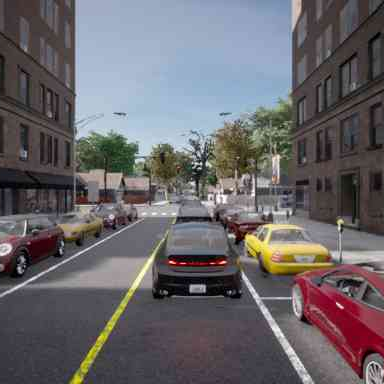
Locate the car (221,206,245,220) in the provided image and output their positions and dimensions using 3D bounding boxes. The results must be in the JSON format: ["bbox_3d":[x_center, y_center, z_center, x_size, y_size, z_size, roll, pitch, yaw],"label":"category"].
[{"bbox_3d":[2.646,1.550,15.458,1.887,1.381,4.507,0,0,0],"label":"car"}]

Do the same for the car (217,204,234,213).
[{"bbox_3d":[2.651,1.591,20.976,1.802,1.307,4.206,0,0,0],"label":"car"}]

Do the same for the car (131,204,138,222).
[{"bbox_3d":[-5.370,1.594,26.499,1.802,1.307,4.206,0,0,0],"label":"car"}]

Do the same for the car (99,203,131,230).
[{"bbox_3d":[-5.375,1.449,20.980,1.967,1.590,4.097,0,0,0],"label":"car"}]

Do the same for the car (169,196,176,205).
[{"bbox_3d":[-3.065,1.578,61.046,1.812,1.442,4.674,0,0,2],"label":"car"}]

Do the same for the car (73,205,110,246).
[{"bbox_3d":[-5.379,1.531,15.291,1.752,1.417,4.829,0,0,0],"label":"car"}]

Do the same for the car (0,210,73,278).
[{"bbox_3d":[-5.383,1.443,9.943,1.967,1.590,4.097,0,0,0],"label":"car"}]

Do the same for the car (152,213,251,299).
[{"bbox_3d":[0.107,1.507,8.458,1.837,1.490,4.892,0,0,0],"label":"car"}]

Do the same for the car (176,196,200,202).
[{"bbox_3d":[0.019,1.364,26.997,2.097,1.767,4.553,0,0,0],"label":"car"}]

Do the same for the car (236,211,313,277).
[{"bbox_3d":[2.642,1.528,10.110,1.752,1.417,4.829,0,0,0],"label":"car"}]

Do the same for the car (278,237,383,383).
[{"bbox_3d":[2.638,1.582,4.421,1.802,1.307,4.206,0,0,0],"label":"car"}]

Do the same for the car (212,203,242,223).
[{"bbox_3d":[2.655,1.578,26.494,1.947,1.339,4.313,0,0,0],"label":"car"}]

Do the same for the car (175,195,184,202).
[{"bbox_3d":[-3.004,1.613,81.278,2.128,1.511,4.902,0,0,0],"label":"car"}]

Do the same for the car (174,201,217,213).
[{"bbox_3d":[0.112,1.485,17.942,1.882,1.535,5.008,0,0,0],"label":"car"}]

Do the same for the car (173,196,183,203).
[{"bbox_3d":[-2.986,1.570,71.118,1.837,1.490,4.892,0,0,0],"label":"car"}]

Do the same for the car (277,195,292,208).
[{"bbox_3d":[14.287,1.456,46.210,4.674,1.442,1.812,0,0,-2],"label":"car"}]
